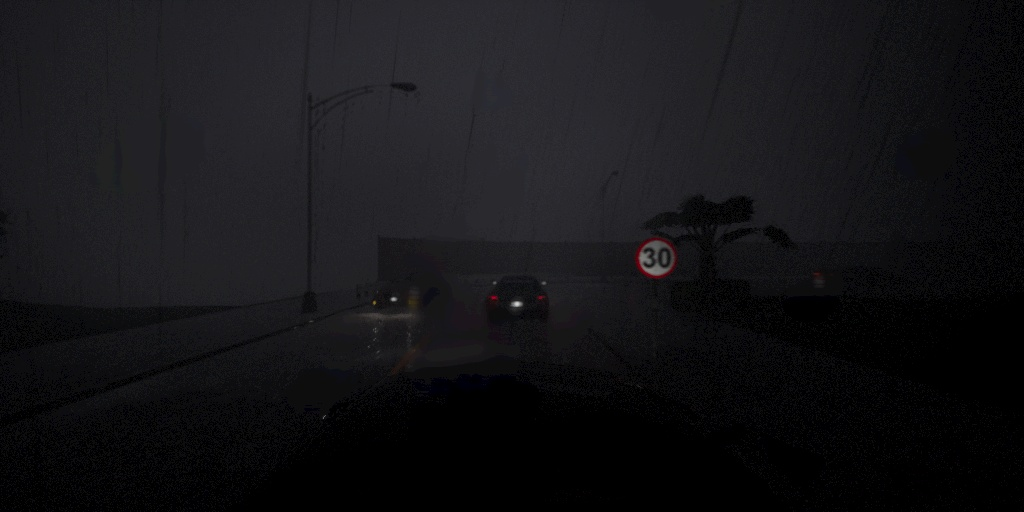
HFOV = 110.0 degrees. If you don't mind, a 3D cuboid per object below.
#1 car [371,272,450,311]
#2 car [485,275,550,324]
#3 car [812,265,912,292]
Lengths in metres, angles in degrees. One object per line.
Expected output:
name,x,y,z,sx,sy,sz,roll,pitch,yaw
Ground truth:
car,-3.949,1.340,14.585,1.994,1.385,4.181,0,0,7
car,0.243,1.334,12.165,1.994,1.385,4.181,0,0,3
car,20.641,1.292,21.231,4.892,1.490,1.837,0,0,0
